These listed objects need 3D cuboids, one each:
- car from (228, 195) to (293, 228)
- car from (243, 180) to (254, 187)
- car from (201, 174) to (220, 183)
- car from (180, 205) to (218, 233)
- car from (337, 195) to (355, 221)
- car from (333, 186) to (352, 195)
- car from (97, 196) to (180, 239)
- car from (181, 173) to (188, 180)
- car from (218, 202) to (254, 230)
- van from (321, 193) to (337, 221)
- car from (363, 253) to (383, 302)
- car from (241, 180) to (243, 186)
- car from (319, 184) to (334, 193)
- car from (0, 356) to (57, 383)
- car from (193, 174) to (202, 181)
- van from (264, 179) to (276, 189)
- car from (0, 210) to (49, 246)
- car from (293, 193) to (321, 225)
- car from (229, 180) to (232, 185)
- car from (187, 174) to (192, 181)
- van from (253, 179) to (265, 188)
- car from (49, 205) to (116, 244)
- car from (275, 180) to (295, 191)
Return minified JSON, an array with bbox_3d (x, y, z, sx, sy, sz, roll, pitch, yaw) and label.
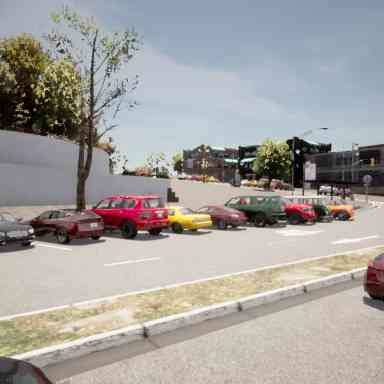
[{"bbox_3d":[3.603,1.263,22.775,5.566,2.045,2.435,-1,-1,35],"label":"car"},{"bbox_3d":[13.987,-1.811,73.816,1.946,1.575,5.366,7,3,35],"label":"car"},{"bbox_3d":[5.307,-3.175,86.109,1.946,1.575,5.366,7,3,34],"label":"car"},{"bbox_3d":[-1.431,1.503,19.389,5.366,1.575,1.946,-1,-1,35],"label":"car"},{"bbox_3d":[11.064,1.403,27.900,4.553,1.767,2.185,-1,-1,35],"label":"car"},{"bbox_3d":[25.952,0.137,56.394,2.002,1.452,4.674,7,3,35],"label":"car"},{"bbox_3d":[-3.750,1.248,17.562,5.566,2.045,2.435,-1,-1,35],"label":"car"},{"bbox_3d":[-0.069,-4.084,93.304,2.185,1.767,4.553,4,1,33],"label":"car"},{"bbox_3d":[1.176,1.549,21.017,4.674,1.452,2.002,-1,-1,35],"label":"car"},{"bbox_3d":[8.655,1.297,26.150,4.442,1.987,1.878,-1,-1,35],"label":"van"},{"bbox_3d":[5.558,1.574,7.104,4.181,1.385,1.994,0,0,-34],"label":"car"},{"bbox_3d":[12.155,-2.043,76.137,2.002,1.452,4.674,7,4,35],"label":"car"},{"bbox_3d":[24.261,-0.426,58.866,2.435,2.045,5.566,7,3,35],"label":"car"},{"bbox_3d":[-2.882,1.504,1.076,4.892,1.490,1.837,0,0,-35],"label":"car"},{"bbox_3d":[3.456,-3.698,88.368,2.435,2.045,5.566,7,3,34],"label":"car"},{"bbox_3d":[17.291,-1.490,68.614,1.878,1.987,4.442,7,4,35],"label":"van"},{"bbox_3d":[-8.615,1.493,14.070,4.892,1.521,2.231,-1,-1,35],"label":"car"},{"bbox_3d":[6.116,1.267,24.480,5.566,2.045,2.435,-1,-1,35],"label":"car"},{"bbox_3d":[10.413,-2.316,78.599,2.002,1.452,4.674,7,3,35],"label":"car"},{"bbox_3d":[1.662,-3.850,90.834,2.185,1.767,4.553,6,3,34],"label":"car"},{"bbox_3d":[15.561,-1.763,71.085,1.878,1.987,4.442,7,4,35],"label":"van"},{"bbox_3d":[-6.195,1.524,15.816,4.792,1.488,2.163,-1,-1,35],"label":"car"},{"bbox_3d":[19.051,-0.992,66.252,2.231,1.521,4.892,7,3,35],"label":"car"}]
